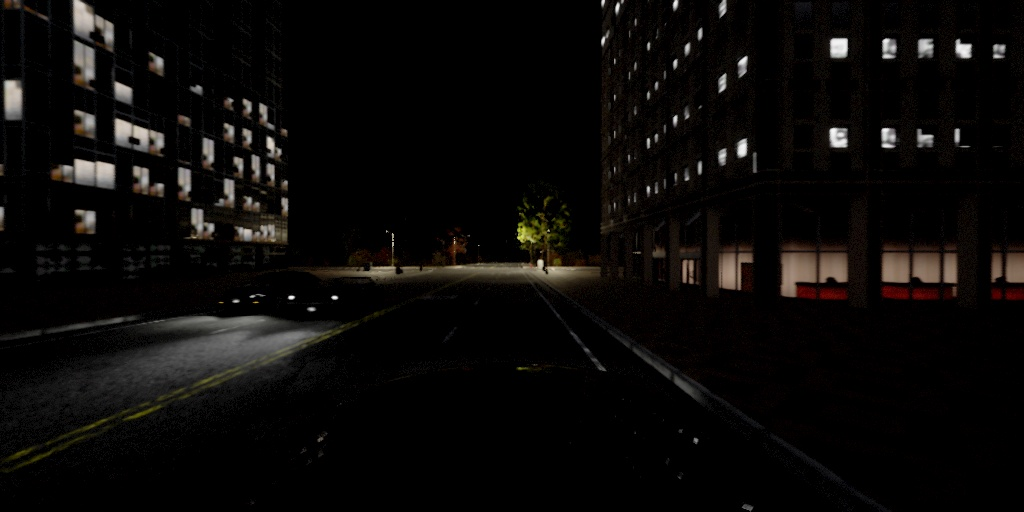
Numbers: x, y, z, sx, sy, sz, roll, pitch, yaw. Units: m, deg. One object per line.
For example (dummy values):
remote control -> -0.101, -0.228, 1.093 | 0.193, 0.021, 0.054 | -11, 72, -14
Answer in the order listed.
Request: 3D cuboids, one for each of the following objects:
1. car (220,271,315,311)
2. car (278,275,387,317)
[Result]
car -> -9.847, 1.391, 15.215 | 1.837, 1.490, 4.892 | 0, -1, 0
car -> -6.598, 1.474, 14.037 | 1.895, 1.301, 4.718 | 0, -1, 0
